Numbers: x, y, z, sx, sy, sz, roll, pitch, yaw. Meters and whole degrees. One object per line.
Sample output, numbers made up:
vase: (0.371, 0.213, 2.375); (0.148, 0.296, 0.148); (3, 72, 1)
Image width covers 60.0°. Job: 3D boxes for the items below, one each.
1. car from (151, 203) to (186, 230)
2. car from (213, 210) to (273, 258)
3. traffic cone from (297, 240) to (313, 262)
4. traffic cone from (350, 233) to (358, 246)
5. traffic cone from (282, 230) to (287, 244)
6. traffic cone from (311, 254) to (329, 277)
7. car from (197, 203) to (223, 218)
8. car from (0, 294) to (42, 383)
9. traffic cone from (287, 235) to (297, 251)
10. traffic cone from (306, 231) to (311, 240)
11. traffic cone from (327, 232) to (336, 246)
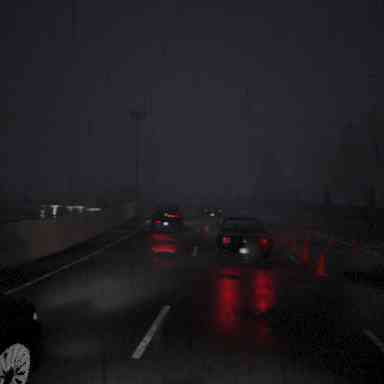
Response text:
car: (-1.463, 1.479, 20.803); (1.837, 1.490, 4.892); (1, 0, 0)
car: (1.893, 1.649, 13.167); (1.895, 1.301, 4.718); (1, 0, 4)
traffic cone: (3.878, 2.050, 11.365); (0.340, 0.580, 0.340); (1, 0, 7)
traffic cone: (7.315, 2.132, 14.996); (0.340, 0.580, 0.340); (1, 0, 7)
traffic cone: (4.335, 2.062, 15.339); (0.340, 0.580, 0.340); (1, 0, 7)
traffic cone: (3.650, 2.044, 9.378); (0.340, 0.580, 0.340); (1, 0, 7)
car: (1.534, 1.647, 30.653); (1.895, 1.301, 4.718); (1, 0, -5)
car: (-2.953, 1.421, 2.030); (2.128, 1.511, 4.902); (1, 0, 10)
traffic cone: (4.107, 2.056, 13.352); (0.340, 0.580, 0.340); (1, 0, 7)
traffic cone: (5.329, 2.086, 15.225); (0.340, 0.580, 0.340); (1, 0, 7)
traffic cone: (6.322, 2.109, 15.110); (0.340, 0.580, 0.340); (1, 0, 7)
